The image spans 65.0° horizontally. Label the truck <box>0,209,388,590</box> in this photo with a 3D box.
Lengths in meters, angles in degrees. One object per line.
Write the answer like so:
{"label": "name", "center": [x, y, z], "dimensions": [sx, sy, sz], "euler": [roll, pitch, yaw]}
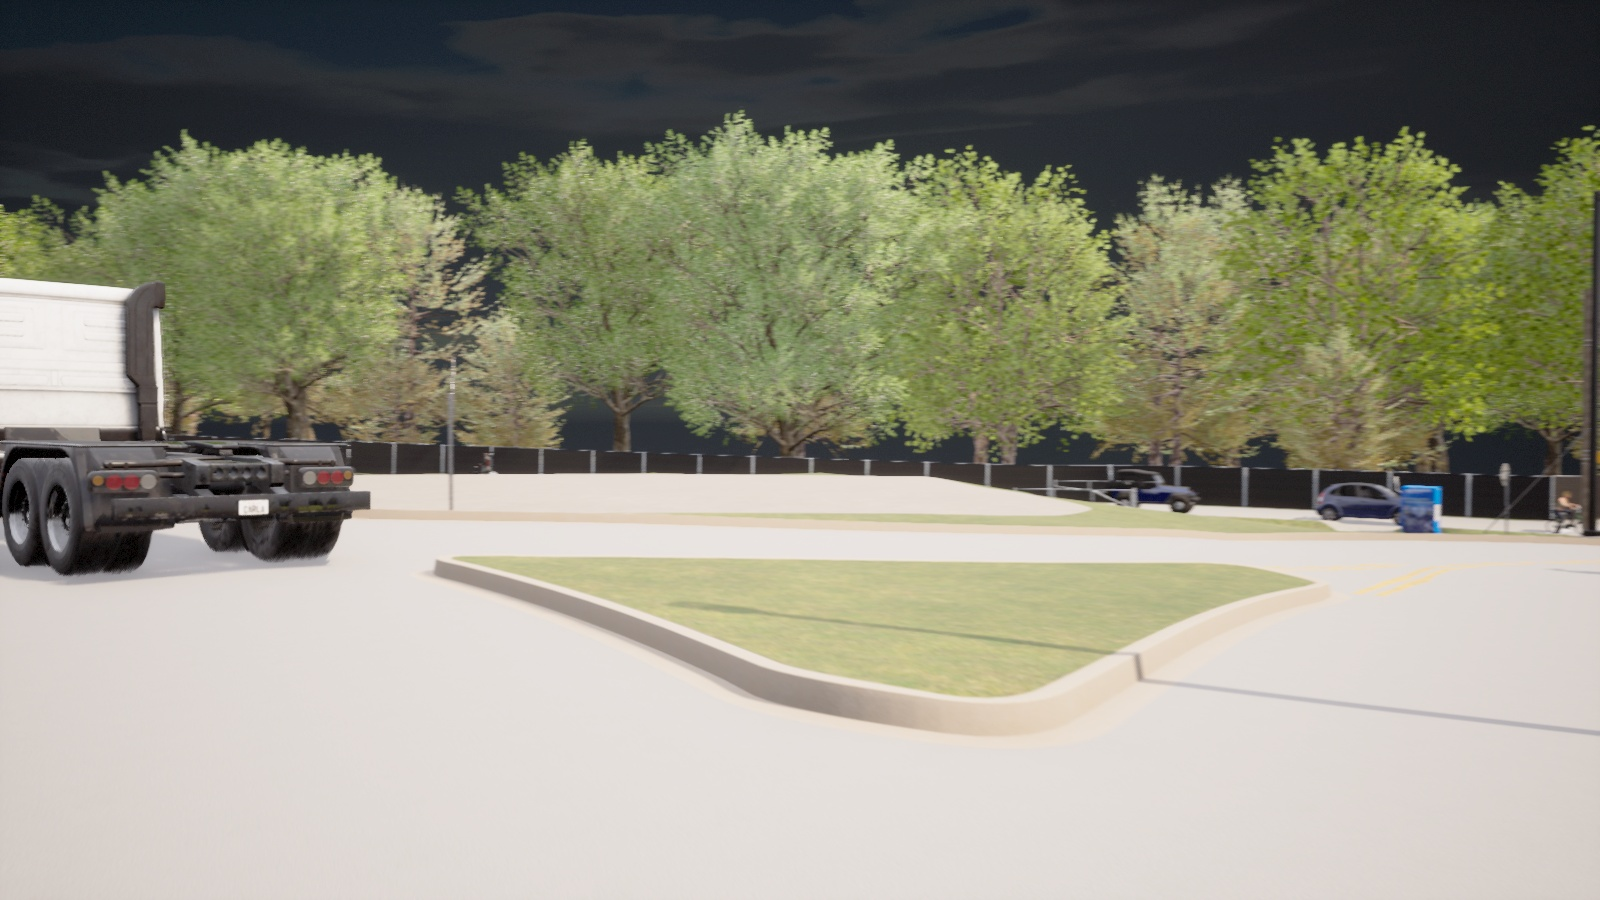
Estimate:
{"label": "truck", "center": [-8.407, -0.545, 15.144], "dimensions": [7.936, 3.462, 2.891], "euler": [2, 1, 41]}

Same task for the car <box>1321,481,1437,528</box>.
{"label": "car", "center": [23.342, 2.171, 50.684], "dimensions": [3.988, 1.617, 1.851], "euler": [2, 2, 34]}

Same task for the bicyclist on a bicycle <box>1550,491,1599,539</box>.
{"label": "bicyclist on a bicycle", "center": [28.631, 2.388, 46.216], "dimensions": [0.866, 1.612, 1.509], "euler": [-1, 3, -42]}

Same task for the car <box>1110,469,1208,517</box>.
{"label": "car", "center": [15.751, 1.866, 55.149], "dimensions": [3.866, 1.878, 1.905], "euler": [1, 2, 25]}
